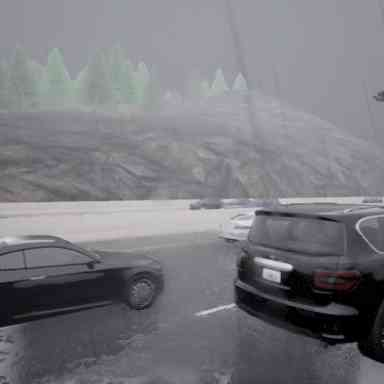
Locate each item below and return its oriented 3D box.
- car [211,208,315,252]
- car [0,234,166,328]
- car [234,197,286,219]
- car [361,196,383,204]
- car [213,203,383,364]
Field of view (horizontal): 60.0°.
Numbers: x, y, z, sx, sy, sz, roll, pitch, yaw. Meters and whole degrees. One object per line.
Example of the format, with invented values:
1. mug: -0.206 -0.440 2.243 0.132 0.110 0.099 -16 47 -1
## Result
1. car: 3.230 1.526 14.651 4.674 1.442 1.812 0 0 -36
2. car: -2.713 1.526 6.110 4.674 1.442 1.812 0 0 -36
3. car: 6.157 1.353 29.880 4.553 1.767 2.097 0 0 -35
4. car: 33.749 1.556 62.347 4.181 1.385 1.994 0 0 -36
5. car: 3.266 1.222 6.079 5.566 2.045 2.150 0 0 -36
